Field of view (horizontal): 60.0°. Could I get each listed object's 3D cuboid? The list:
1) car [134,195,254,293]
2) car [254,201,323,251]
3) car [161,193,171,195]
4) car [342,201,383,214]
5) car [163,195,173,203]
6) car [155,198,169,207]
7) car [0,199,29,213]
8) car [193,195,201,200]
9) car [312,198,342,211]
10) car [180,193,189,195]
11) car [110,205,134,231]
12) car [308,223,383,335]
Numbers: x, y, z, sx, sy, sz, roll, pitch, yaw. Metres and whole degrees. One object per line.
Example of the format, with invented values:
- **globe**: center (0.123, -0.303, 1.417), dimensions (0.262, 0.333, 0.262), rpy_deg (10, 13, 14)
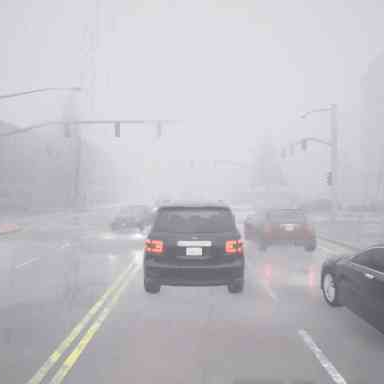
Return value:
- **car**: center (0.052, 1.221, 8.989), dimensions (2.150, 2.045, 5.566), rpy_deg (0, 0, 0)
- **car**: center (3.532, 1.352, 14.168), dimensions (2.097, 1.767, 4.553), rpy_deg (0, 0, 0)
- **car**: center (-4.920, 1.221, 62.169), dimensions (2.150, 2.045, 5.566), rpy_deg (0, 0, 0)
- **car**: center (18.479, 1.601, 34.180), dimensions (4.718, 1.301, 1.895), rpy_deg (0, 0, -2)
- **car**: center (-5.119, 1.477, 72.333), dimensions (1.882, 1.535, 5.008), rpy_deg (0, 0, -1)
- **car**: center (-4.714, 1.601, 52.160), dimensions (1.895, 1.301, 4.718), rpy_deg (0, 0, -1)
- **car**: center (-20.310, 1.505, 35.982), dimensions (4.892, 1.490, 1.837), rpy_deg (0, 0, -1)
- **car**: center (1.445, 1.552, 90.370), dimensions (1.994, 1.385, 4.181), rpy_deg (0, 0, -1)
- **car**: center (14.428, 1.505, 37.571), dimensions (4.892, 1.490, 1.837), rpy_deg (0, 0, -2)
- **car**: center (-1.810, 1.495, 80.223), dimensions (1.837, 1.490, 4.892), rpy_deg (0, 0, -1)
- **car**: center (-3.493, 1.525, 20.434), dimensions (1.812, 1.442, 4.674), rpy_deg (0, 0, 6)
- **car**: center (3.606, 1.505, 5.087), dimensions (1.837, 1.490, 4.892), rpy_deg (0, 0, 0)
